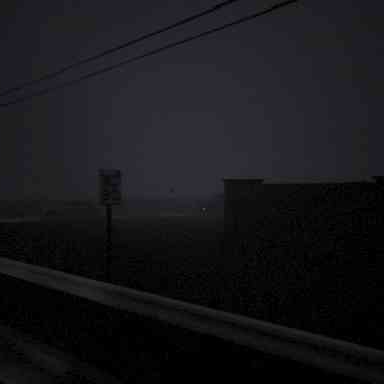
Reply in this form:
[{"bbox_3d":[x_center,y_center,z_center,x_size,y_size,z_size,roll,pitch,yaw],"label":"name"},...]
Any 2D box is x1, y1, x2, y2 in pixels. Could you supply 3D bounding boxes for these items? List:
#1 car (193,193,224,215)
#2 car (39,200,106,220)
[{"bbox_3d":[2.873,1.154,33.390,5.566,2.045,2.150,0,0,-30],"label":"car"},{"bbox_3d":[-9.548,1.384,26.772,5.008,1.535,1.882,0,0,-24],"label":"car"}]
